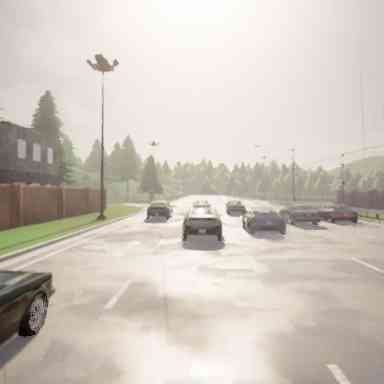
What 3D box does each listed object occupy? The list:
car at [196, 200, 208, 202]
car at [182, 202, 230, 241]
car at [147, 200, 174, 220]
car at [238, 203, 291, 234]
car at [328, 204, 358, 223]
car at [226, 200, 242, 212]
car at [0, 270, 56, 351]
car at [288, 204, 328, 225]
[{"bbox_3d":[1.028,1.553,35.258,2.033,1.411,5.357,0,0,2],"label":"car"},{"bbox_3d":[0.518,1.494,16.825,2.128,1.511,4.902,0,0,2],"label":"car"},{"bbox_3d":[-2.666,1.484,28.258,1.837,1.490,4.892,0,0,2],"label":"car"},{"bbox_3d":[4.091,1.592,19.394,1.994,1.385,4.181,0,0,2],"label":"car"},{"bbox_3d":[11.282,1.641,26.200,1.994,1.385,4.181,0,0,2],"label":"car"},{"bbox_3d":[4.526,1.577,35.161,2.033,1.411,5.357,0,0,2],"label":"car"},{"bbox_3d":[-3.344,1.577,3.674,1.895,1.301,4.718,0,0,2],"label":"car"},{"bbox_3d":[7.730,1.600,24.363,2.033,1.411,5.357,0,0,2],"label":"car"}]
